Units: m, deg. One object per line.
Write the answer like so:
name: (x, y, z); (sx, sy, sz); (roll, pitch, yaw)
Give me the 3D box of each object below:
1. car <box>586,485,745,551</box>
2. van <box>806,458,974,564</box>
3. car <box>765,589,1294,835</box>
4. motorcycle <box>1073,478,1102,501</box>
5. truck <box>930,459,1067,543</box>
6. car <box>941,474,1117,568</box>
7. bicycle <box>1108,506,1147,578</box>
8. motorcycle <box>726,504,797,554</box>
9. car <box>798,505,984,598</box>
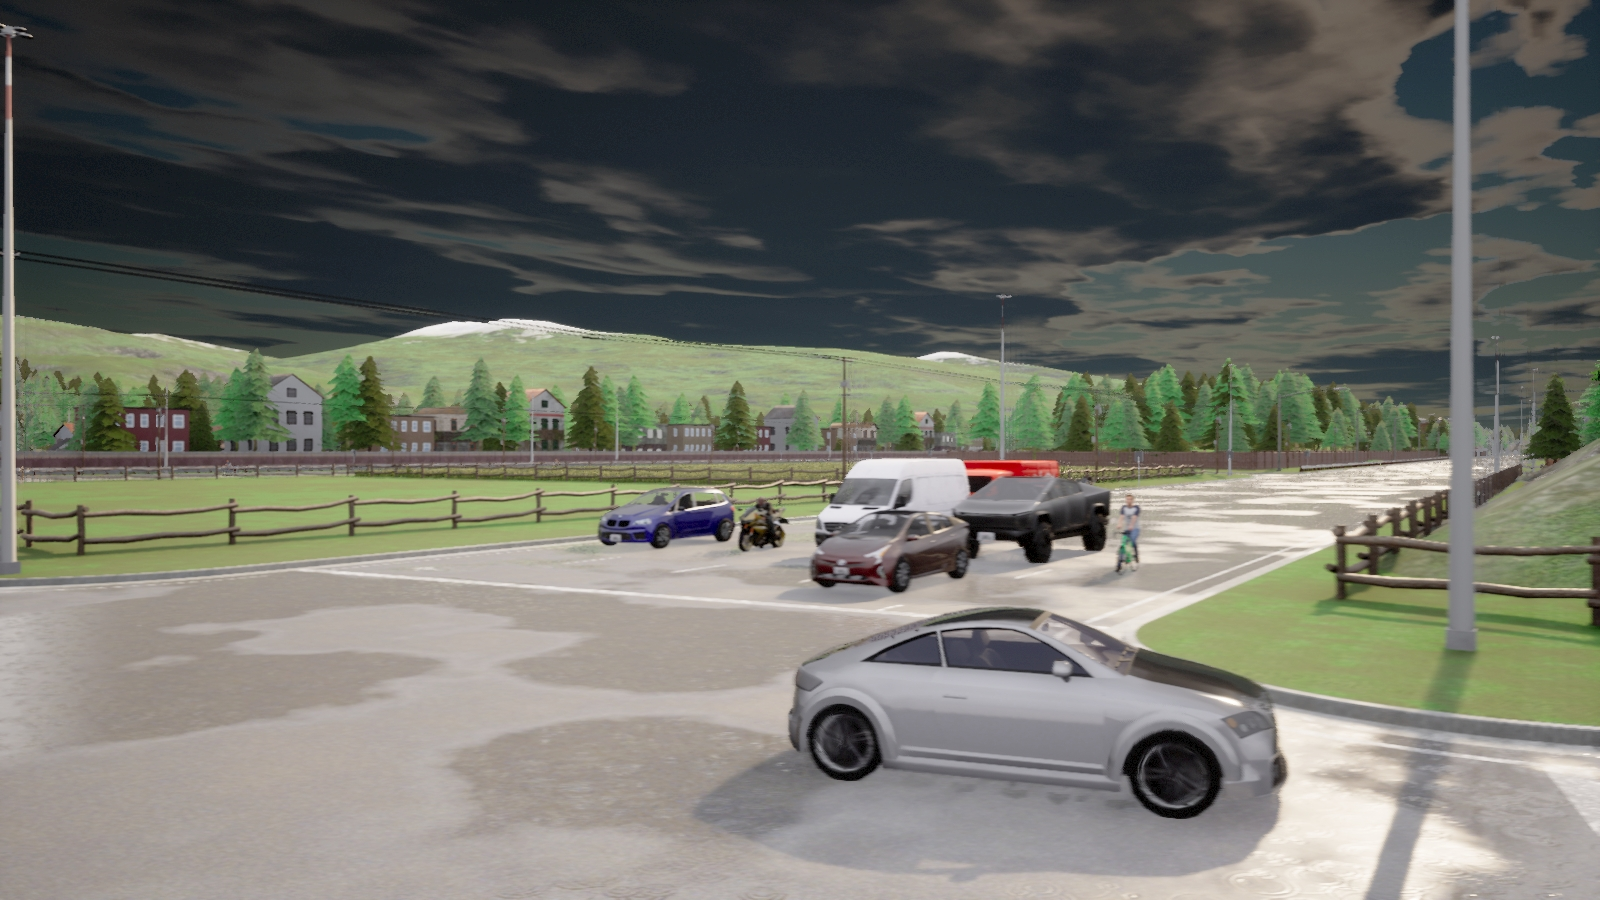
car: (-3.923, 1.961, 34.105); (2.242, 1.667, 4.611); (0, 0, 34)
van: (2.609, 1.532, 31.300); (1.988, 2.561, 5.915); (0, 0, 34)
car: (2.007, 2.118, 10.020); (4.181, 1.385, 1.994); (0, 0, 21)
motorcycle: (16.227, 2.206, 64.456); (0.867, 1.251, 2.209); (0, 0, 34)
truck: (6.592, 1.565, 37.473); (2.627, 2.467, 5.204); (0, 0, 33)
car: (6.258, 1.753, 30.458); (2.390, 2.098, 6.274); (0, 0, 34)
bicycle: (7.445, 2.056, 25.917); (0.373, 1.496, 1.643); (0, 0, 34)
motorcycle: (-1.060, 2.200, 32.092); (0.867, 1.251, 2.209); (0, 0, 34)
car: (2.021, 2.038, 24.046); (2.007, 1.525, 4.514); (0, 0, 33)
